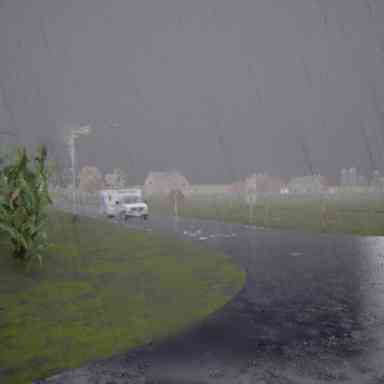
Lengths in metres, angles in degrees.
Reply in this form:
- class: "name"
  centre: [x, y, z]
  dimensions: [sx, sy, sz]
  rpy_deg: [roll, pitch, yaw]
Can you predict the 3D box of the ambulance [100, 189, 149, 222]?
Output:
- class: "ambulance"
  centre: [-5.638, 1.015, 27.398]
  dimensions: [2.351, 2.431, 6.366]
  rpy_deg: [-1, 1, -31]
